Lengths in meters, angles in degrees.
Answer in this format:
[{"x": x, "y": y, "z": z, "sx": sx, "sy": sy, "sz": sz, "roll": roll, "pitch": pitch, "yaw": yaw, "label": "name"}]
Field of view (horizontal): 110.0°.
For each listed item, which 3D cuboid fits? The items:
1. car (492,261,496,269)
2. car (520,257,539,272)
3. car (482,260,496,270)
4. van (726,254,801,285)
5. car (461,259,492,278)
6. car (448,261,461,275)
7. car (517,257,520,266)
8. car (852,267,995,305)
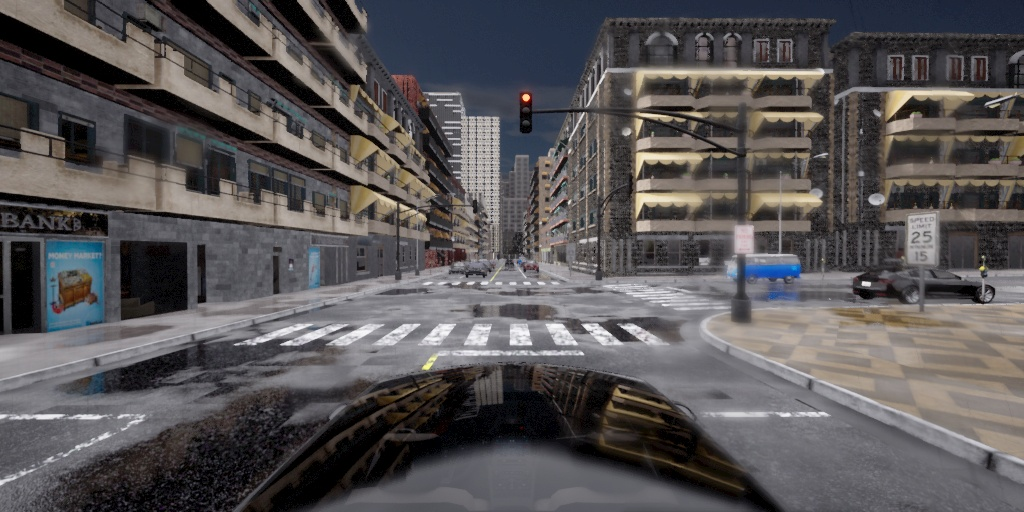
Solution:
[{"x": -3.413, "y": 1.305, "z": 44.606, "sx": 2.033, "sy": 1.411, "sz": 5.357, "roll": 0, "pitch": 0, "yaw": 0, "label": "car"}, {"x": 2.367, "y": 1.198, "z": 45.507, "sx": 1.967, "sy": 1.591, "sz": 4.097, "roll": 0, "pitch": 0, "yaw": 0, "label": "car"}, {"x": -3.481, "y": 1.365, "z": 54.716, "sx": 1.895, "sy": 1.301, "sz": 4.718, "roll": 0, "pitch": 0, "yaw": 0, "label": "car"}, {"x": 15.507, "y": 0.782, "z": 22.198, "sx": 3.998, "sy": 1.789, "sz": 1.690, "roll": 0, "pitch": 0, "yaw": -1, "label": "van"}, {"x": -3.337, "y": 1.300, "z": 34.522, "sx": 2.033, "sy": 1.411, "sz": 5.357, "roll": 0, "pitch": 0, "yaw": 0, "label": "car"}, {"x": -5.971, "y": 1.305, "z": 39.923, "sx": 2.007, "sy": 1.370, "sz": 4.403, "roll": 0, "pitch": 0, "yaw": 0, "label": "car"}, {"x": 2.245, "y": 1.319, "z": 62.090, "sx": 2.007, "sy": 1.370, "sz": 4.403, "roll": 0, "pitch": 0, "yaw": 0, "label": "car"}, {"x": 15.687, "y": 1.077, "z": 13.820, "sx": 4.313, "sy": 1.339, "sz": 1.948, "roll": 0, "pitch": 0, "yaw": -1, "label": "car"}]
